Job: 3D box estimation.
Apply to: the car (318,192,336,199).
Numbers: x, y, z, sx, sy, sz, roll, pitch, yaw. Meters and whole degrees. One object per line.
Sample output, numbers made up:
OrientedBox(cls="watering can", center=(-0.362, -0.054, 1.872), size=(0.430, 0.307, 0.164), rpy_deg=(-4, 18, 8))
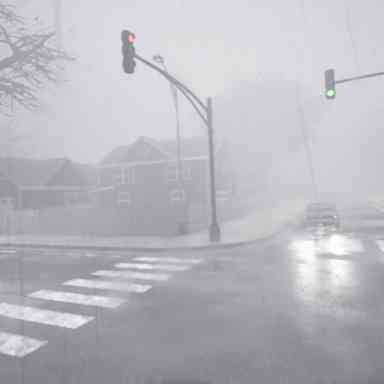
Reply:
OrientedBox(cls="car", center=(16.111, 0.784, 39.510), size=(2.128, 1.511, 4.902), rpy_deg=(-3, 1, 23))

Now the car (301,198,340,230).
OrientedBox(cls="car", center=(7.216, 1.278, 18.583), size=(1.895, 1.301, 4.718), rpy_deg=(-3, 0, 23))
